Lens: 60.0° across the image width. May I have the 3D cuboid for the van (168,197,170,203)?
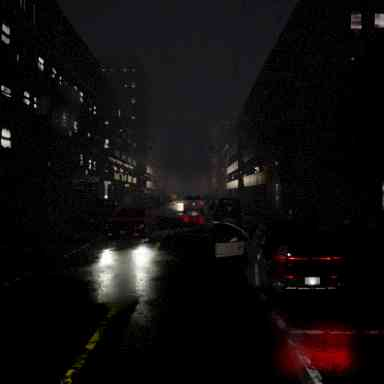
[{"bbox_3d":[-5.466,1.430,61.209,1.690,1.788,3.998,0,0,0],"label":"van"}]

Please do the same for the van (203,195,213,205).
[{"bbox_3d":[2.914,1.430,61.177,1.690,1.788,3.998,0,0,0],"label":"van"}]

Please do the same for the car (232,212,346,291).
[{"bbox_3d":[2.386,1.508,8.989,1.837,1.490,4.892,0,0,0],"label":"car"}]

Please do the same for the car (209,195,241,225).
[{"bbox_3d":[2.792,1.338,27.038,2.192,1.841,5.009,0,0,0],"label":"car"}]

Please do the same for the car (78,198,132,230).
[{"bbox_3d":[-5.609,1.330,21.379,2.192,1.841,5.009,0,0,0],"label":"car"}]

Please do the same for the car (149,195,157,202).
[{"bbox_3d":[-5.548,1.480,38.451,1.967,1.590,4.097,0,0,0],"label":"car"}]

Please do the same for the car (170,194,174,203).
[{"bbox_3d":[-5.428,1.648,72.419,1.752,1.417,4.829,0,0,0],"label":"car"}]

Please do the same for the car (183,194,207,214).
[{"bbox_3d":[0.197,1.258,35.980,2.150,2.045,5.566,0,0,1],"label":"car"}]

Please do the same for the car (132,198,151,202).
[{"bbox_3d":[-5.569,1.582,32.760,2.008,1.369,4.403,0,0,0],"label":"car"}]

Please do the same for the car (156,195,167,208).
[{"bbox_3d":[-5.507,1.376,49.830,2.192,1.841,5.009,0,0,0],"label":"car"}]

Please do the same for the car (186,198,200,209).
[{"bbox_3d":[0.202,1.559,46.238,1.837,1.490,4.892,0,0,1],"label":"car"}]

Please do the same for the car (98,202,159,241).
[{"bbox_3d":[-3.041,1.487,17.080,1.882,1.535,5.008,0,0,0],"label":"car"}]

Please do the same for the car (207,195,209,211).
[{"bbox_3d":[2.832,1.480,38.418,1.967,1.590,4.097,0,0,0],"label":"car"}]

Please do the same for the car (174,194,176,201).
[{"bbox_3d":[-5.407,1.724,78.280,1.802,1.307,4.206,0,0,0],"label":"car"}]

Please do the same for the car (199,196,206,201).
[{"bbox_3d":[3.034,1.786,95.318,1.802,1.307,4.206,0,0,0],"label":"car"}]

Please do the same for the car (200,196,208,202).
[{"bbox_3d":[2.993,1.745,83.937,1.802,1.307,4.206,0,0,0],"label":"car"}]

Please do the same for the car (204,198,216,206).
[{"bbox_3d":[2.892,1.656,55.488,1.802,1.307,4.206,0,0,0],"label":"car"}]

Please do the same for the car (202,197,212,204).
[{"bbox_3d":[2.932,1.650,66.867,1.887,1.381,4.507,0,0,0],"label":"car"}]
